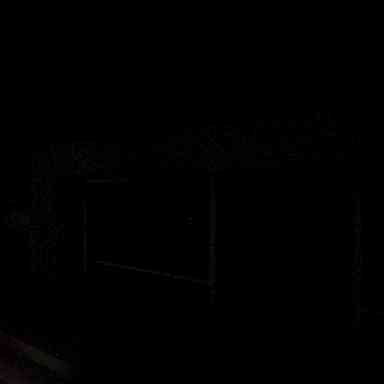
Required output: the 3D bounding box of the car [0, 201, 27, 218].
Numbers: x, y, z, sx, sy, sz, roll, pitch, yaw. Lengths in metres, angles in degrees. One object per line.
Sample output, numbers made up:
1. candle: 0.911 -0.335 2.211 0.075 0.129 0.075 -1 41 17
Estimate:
1. car: -14.800 1.335 24.987 1.812 1.442 4.674 0 0 34
